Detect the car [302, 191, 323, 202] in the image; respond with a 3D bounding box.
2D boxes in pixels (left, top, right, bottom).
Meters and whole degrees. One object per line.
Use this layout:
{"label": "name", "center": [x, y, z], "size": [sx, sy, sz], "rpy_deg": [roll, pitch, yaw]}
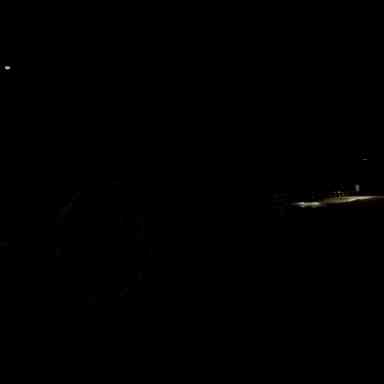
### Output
{"label": "car", "center": [17.228, 0.640, 47.586], "size": [1.882, 1.535, 5.008], "rpy_deg": [-2, 0, 36]}
